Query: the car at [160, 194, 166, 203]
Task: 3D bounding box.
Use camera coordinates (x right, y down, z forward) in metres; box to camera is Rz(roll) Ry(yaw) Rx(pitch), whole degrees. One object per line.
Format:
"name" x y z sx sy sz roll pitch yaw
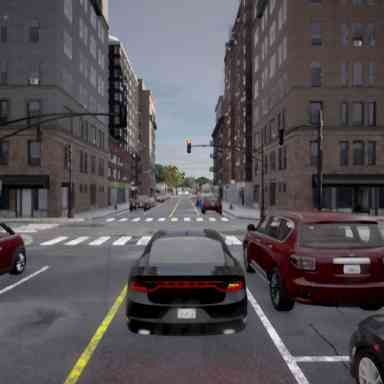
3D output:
"car" -6.805 1.527 67.576 1.887 1.381 4.507 0 0 -1

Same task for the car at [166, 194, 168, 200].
"car" -6.918 1.526 73.078 1.887 1.381 4.507 0 0 -1

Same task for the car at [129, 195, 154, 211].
"car" -6.240 1.306 40.063 2.192 1.841 5.009 0 0 -1

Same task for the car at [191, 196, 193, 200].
"car" 0.672 1.500 95.429 1.752 1.417 4.829 0 0 -1

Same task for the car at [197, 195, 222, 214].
"car" 1.993 1.307 34.732 2.192 1.841 5.009 0 0 -1

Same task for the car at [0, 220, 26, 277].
"car" -5.527 1.439 7.511 1.967 1.590 4.097 0 0 -1

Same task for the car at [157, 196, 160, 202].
"car" -6.466 1.538 51.068 2.008 1.369 4.403 0 0 -1

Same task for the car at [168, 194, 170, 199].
"car" -7.031 1.530 78.581 2.008 1.369 4.403 0 0 -1

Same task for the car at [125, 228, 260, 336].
"car" -0.104 1.476 6.928 1.882 1.535 5.008 0 0 -1

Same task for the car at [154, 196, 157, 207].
"car" -6.353 1.555 45.565 1.947 1.339 4.313 0 0 -1

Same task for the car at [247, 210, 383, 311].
"car" 2.496 1.313 7.680 2.192 1.841 5.009 0 0 -1

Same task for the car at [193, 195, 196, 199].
"car" 1.634 1.302 51.239 2.192 1.841 5.009 0 0 -1

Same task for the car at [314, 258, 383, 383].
"car" 2.615 1.550 1.999 2.008 1.369 4.403 0 0 -1
